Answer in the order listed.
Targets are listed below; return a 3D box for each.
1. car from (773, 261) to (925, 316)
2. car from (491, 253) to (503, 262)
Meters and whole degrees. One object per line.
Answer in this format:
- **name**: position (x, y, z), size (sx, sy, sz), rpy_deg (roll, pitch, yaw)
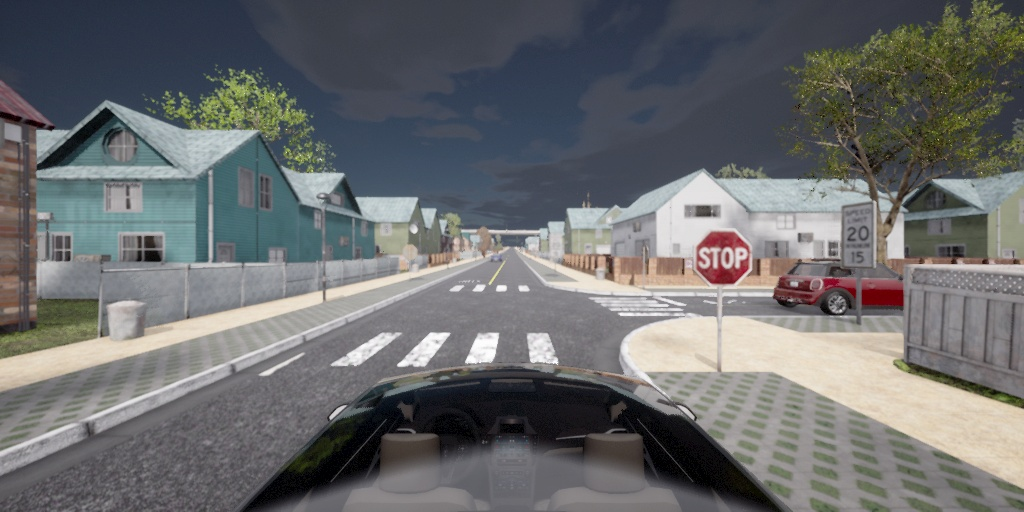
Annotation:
- **car**: position (11.509, 0.960, 11.960), size (4.553, 1.767, 2.097), rpy_deg (0, 0, -1)
- **car**: position (-2.625, 0.243, 61.230), size (1.812, 1.442, 4.674), rpy_deg (0, 1, 0)
